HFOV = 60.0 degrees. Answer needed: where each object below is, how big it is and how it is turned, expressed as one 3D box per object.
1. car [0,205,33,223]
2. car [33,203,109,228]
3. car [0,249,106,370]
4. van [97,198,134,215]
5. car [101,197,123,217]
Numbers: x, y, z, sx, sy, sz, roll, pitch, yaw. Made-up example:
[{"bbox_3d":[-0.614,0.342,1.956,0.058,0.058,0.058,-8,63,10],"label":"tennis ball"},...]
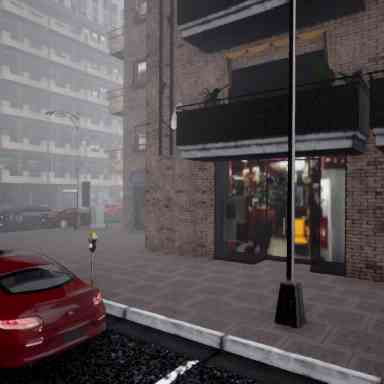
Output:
[{"bbox_3d":[-13.274,1.727,27.006,1.994,1.385,4.181,1,0,36],"label":"car"},{"bbox_3d":[-8.492,1.756,23.728,1.887,1.381,4.507,0,-1,36],"label":"car"},{"bbox_3d":[-3.119,1.582,5.230,4.206,1.307,1.802,0,0,36],"label":"car"},{"bbox_3d":[-8.664,1.606,37.847,1.690,1.788,3.998,0,-1,36],"label":"van"},{"bbox_3d":[-7.018,1.499,35.716,2.150,2.045,5.566,1,0,36],"label":"car"}]
